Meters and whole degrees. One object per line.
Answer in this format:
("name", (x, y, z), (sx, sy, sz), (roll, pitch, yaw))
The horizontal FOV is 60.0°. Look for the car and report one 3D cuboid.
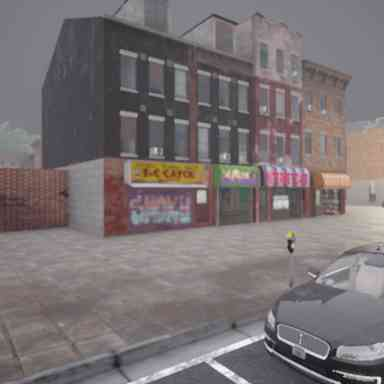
("car", (2.948, 1.501, 4.904), (4.403, 1.369, 2.008), (-1, 1, -35))
